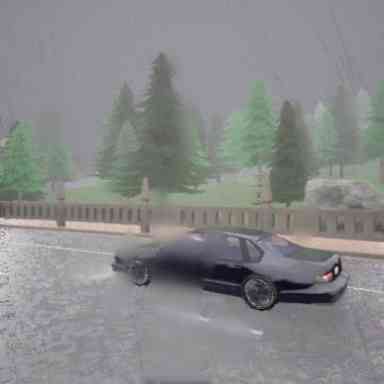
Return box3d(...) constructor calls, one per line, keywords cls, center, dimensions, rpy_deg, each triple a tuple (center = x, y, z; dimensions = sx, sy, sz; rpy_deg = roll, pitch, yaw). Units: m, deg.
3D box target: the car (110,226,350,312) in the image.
box3d(cls="car", center=(0.604, 1.521, 7.629), dimensions=(5.357, 1.411, 2.033), rpy_deg=(0, 0, 33))
